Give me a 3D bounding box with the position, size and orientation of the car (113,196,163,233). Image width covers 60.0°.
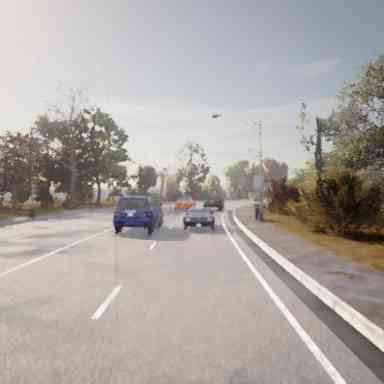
[{"bbox_3d":[-3.056,1.243,19.778,2.150,2.045,5.566,0,0,2],"label":"car"}]

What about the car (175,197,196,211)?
[{"bbox_3d":[-0.748,1.397,41.693,2.097,1.767,4.553,0,0,10],"label":"car"}]

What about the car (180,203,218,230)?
[{"bbox_3d":[0.512,1.624,21.332,1.895,1.301,4.718,0,0,3],"label":"car"}]

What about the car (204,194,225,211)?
[{"bbox_3d":[2.838,1.273,42.048,2.150,2.045,5.566,0,0,11],"label":"car"}]
